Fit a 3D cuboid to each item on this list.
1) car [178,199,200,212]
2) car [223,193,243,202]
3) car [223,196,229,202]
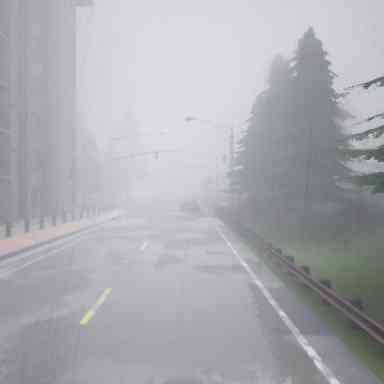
[{"bbox_3d":[-0.349,1.510,37.441,1.994,1.385,4.181,0,0,-8],"label":"car"},{"bbox_3d":[8.428,1.058,68.927,3.866,1.878,1.905,0,0,-1],"label":"car"},{"bbox_3d":[8.843,1.059,66.417,4.605,1.855,1.932,0,0,-1],"label":"car"}]
